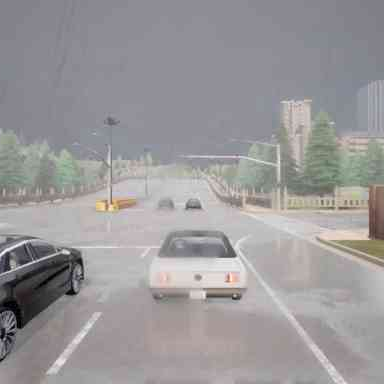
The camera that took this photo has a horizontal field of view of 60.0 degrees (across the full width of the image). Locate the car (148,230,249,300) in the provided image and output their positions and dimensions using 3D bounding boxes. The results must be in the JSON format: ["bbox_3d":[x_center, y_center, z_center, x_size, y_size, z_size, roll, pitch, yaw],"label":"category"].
[{"bbox_3d":[0.114,1.601,8.331,1.895,1.301,4.718,0,0,0],"label":"car"}]

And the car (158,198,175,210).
[{"bbox_3d":[-3.322,1.505,43.705,1.837,1.490,4.892,0,0,0],"label":"car"}]

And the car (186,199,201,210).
[{"bbox_3d":[0.180,1.564,43.856,1.994,1.385,4.181,0,0,0],"label":"car"}]

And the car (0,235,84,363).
[{"bbox_3d":[-3.389,1.492,5.796,2.128,1.511,4.902,0,0,0],"label":"car"}]
